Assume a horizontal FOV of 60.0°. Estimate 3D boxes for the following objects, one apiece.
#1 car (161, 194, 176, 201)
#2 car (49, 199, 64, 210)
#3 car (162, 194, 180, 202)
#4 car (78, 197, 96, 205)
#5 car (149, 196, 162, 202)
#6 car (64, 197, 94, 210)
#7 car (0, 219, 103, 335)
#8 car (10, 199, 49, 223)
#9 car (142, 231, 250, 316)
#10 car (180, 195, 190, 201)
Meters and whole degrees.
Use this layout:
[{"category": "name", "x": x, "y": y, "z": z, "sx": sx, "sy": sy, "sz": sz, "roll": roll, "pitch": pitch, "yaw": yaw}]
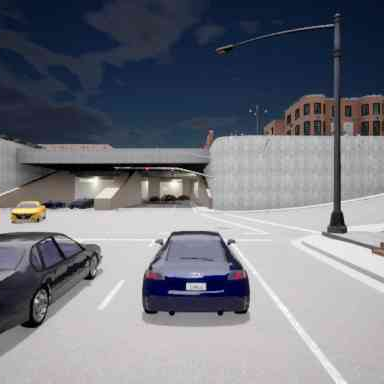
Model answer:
[{"category": "car", "x": -5.925, "y": 1.355, "z": 84.884, "sx": 2.097, "sy": 1.767, "sz": 4.553, "roll": 0, "pitch": 0, "yaw": 24}, {"category": "car", "x": -18.287, "y": 1.601, "z": 43.661, "sx": 1.895, "sy": 1.301, "sz": 4.718, "roll": 0, "pitch": 0, "yaw": -1}, {"category": "car", "x": -4.749, "y": 1.355, "z": 75.126, "sx": 2.097, "sy": 1.767, "sz": 4.553, "roll": 0, "pitch": 0, "yaw": 6}, {"category": "car", "x": -18.643, "y": 1.601, "z": 59.242, "sx": 1.895, "sy": 1.301, "sz": 4.718, "roll": 0, "pitch": 0, "yaw": -1}, {"category": "car", "x": -8.268, "y": 1.540, "z": 74.834, "sx": 2.033, "sy": 1.411, "sz": 5.357, "roll": 0, "pitch": 0, "yaw": 6}, {"category": "car", "x": -14.803, "y": 1.547, "z": 44.331, "sx": 2.033, "sy": 1.411, "sz": 5.357, "roll": 0, "pitch": 0, "yaw": -1}, {"category": "car", "x": -3.424, "y": 1.547, "z": 6.917, "sx": 2.033, "sy": 1.411, "sz": 5.357, "roll": 0, "pitch": 0, "yaw": 0}, {"category": "car", "x": -12.449, "y": 1.477, "z": 25.482, "sx": 1.882, "sy": 1.535, "sz": 5.008, "roll": 0, "pitch": 0, "yaw": -17}, {"category": "car", "x": 0.078, "y": 1.564, "z": 7.614, "sx": 1.994, "sy": 1.385, "sz": 4.181, "roll": 0, "pitch": 0, "yaw": 0}, {"category": "car", "x": -2.119, "y": 1.524, "z": 84.921, "sx": 1.812, "sy": 1.442, "sz": 4.674, "roll": 0, "pitch": 0, "yaw": 28}]
